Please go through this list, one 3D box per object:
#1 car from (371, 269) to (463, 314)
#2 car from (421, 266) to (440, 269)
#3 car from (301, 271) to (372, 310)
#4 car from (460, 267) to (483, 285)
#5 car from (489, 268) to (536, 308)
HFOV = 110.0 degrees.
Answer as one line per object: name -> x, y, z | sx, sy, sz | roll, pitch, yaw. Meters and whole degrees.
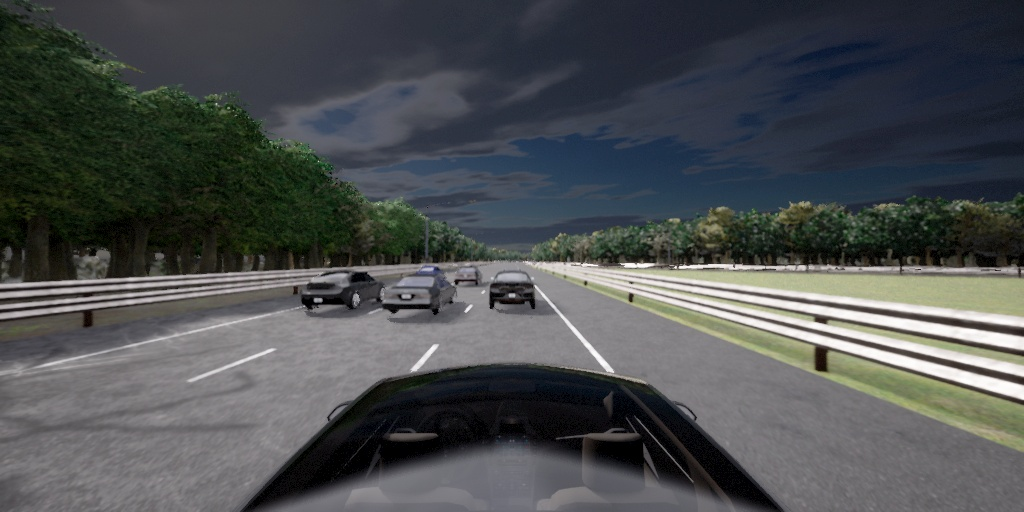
car -> -3.487, 1.420, 14.401 | 2.033, 1.411, 5.357 | 0, -1, 0
car -> -6.980, 1.573, 30.763 | 1.812, 1.442, 4.674 | 0, 0, 0
car -> -6.983, 1.380, 15.372 | 1.837, 1.490, 4.892 | 0, -1, 0
car -> -3.492, 1.581, 29.397 | 2.033, 1.411, 5.357 | 0, -1, 0
car -> 0.025, 1.371, 16.116 | 1.882, 1.535, 5.008 | 0, 0, 0
